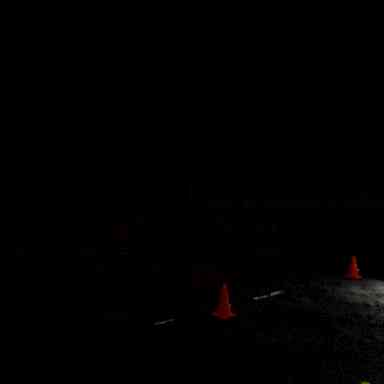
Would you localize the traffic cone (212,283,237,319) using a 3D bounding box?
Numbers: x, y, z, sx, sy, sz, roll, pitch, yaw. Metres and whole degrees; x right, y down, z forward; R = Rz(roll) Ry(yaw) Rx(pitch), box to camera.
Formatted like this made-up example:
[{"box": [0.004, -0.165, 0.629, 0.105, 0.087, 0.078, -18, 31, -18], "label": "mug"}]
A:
[{"box": [0.606, 1.996, 6.212, 0.340, 0.580, 0.340, 1, 0, -37], "label": "traffic cone"}]

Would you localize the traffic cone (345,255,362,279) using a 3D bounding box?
[{"box": [4.489, 2.059, 9.241, 0.340, 0.580, 0.340, 1, 0, -39], "label": "traffic cone"}]
